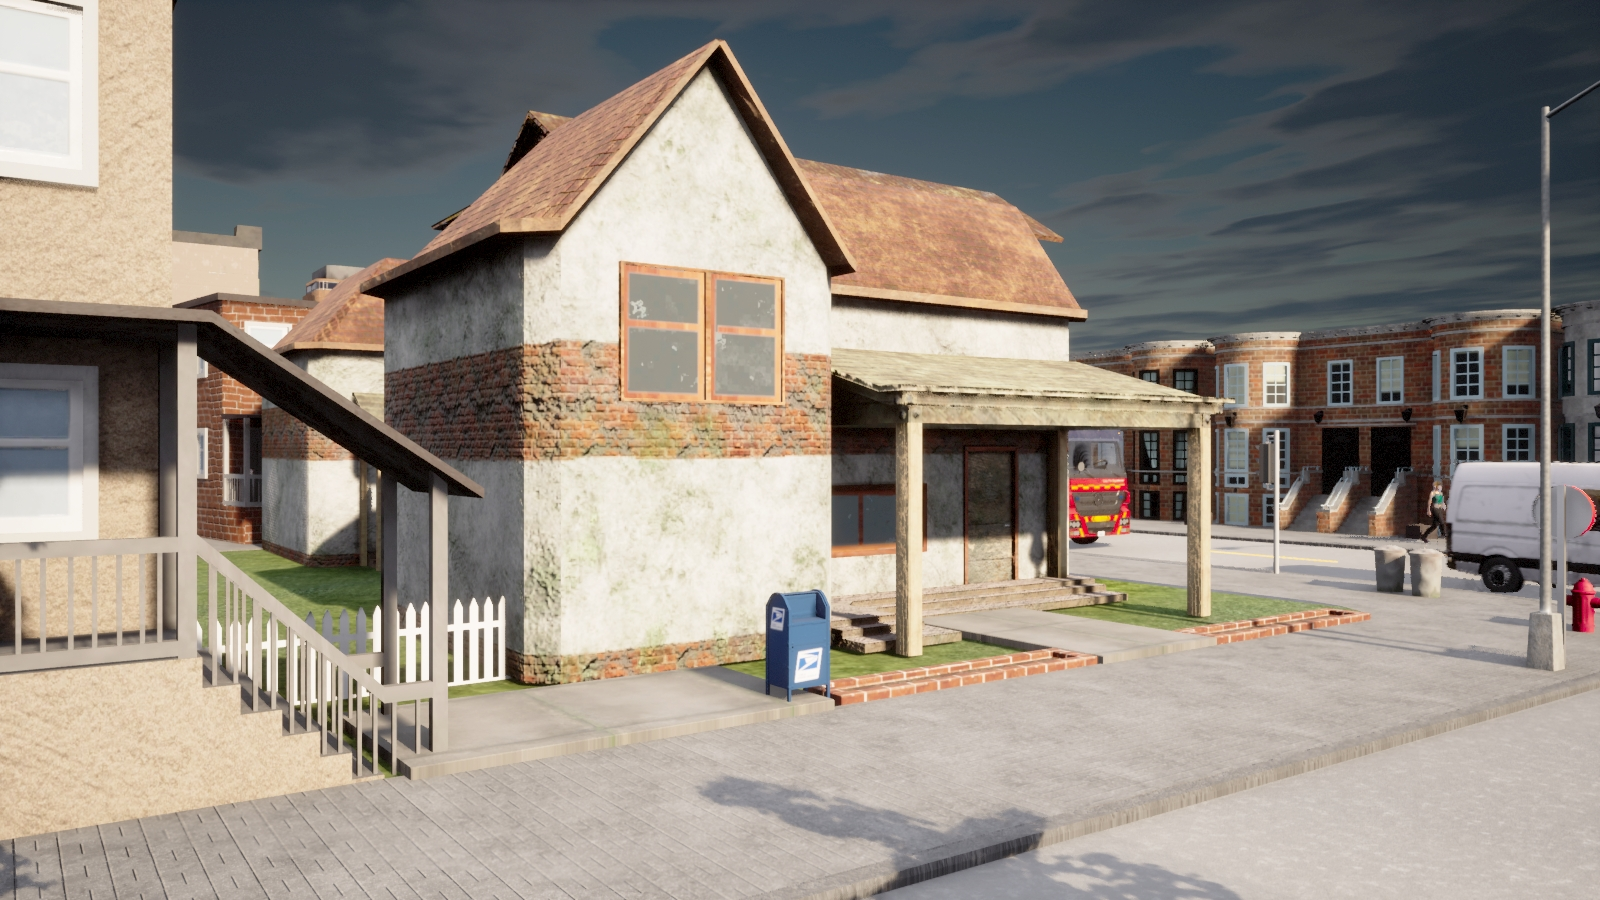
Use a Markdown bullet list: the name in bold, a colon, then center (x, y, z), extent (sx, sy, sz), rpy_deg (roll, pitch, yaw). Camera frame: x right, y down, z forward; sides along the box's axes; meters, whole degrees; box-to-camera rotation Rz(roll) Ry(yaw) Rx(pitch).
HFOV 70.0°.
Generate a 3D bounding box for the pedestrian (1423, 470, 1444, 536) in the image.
- **pedestrian**: center (18.185, 1.511, 32.783), extent (0.375, 1.860, 0.375), rpy_deg (0, 0, -28)

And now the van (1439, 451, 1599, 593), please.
- **van**: center (15.286, 1.305, 21.158), extent (1.988, 2.561, 5.915), rpy_deg (0, 0, -27)
